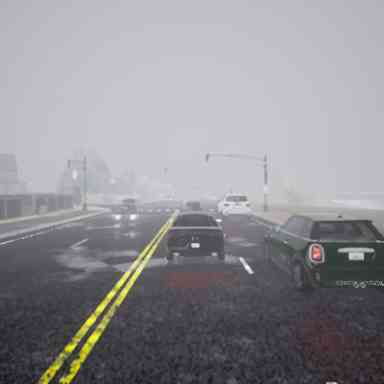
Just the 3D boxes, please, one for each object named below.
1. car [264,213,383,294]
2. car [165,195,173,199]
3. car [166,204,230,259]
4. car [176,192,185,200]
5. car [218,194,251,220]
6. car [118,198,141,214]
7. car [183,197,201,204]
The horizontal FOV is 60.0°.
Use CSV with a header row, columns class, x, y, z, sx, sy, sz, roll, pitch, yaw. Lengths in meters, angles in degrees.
class,x,y,z,sx,sy,sz,roll,pitch,yaw
car,3.354,1.327,8.901,2.097,1.767,4.553,0,0,0
car,-6.455,1.395,93.998,1.994,1.385,4.181,0,0,0
car,0.106,1.443,12.426,1.882,1.535,5.008,0,0,0
car,-3.205,1.068,93.967,2.150,2.045,5.566,0,0,0
car,3.363,1.150,27.156,2.150,2.045,5.566,0,0,0
car,-6.485,1.427,34.923,1.837,1.490,4.892,0,0,0
car,0.113,1.452,28.360,1.812,1.442,4.674,0,0,0
